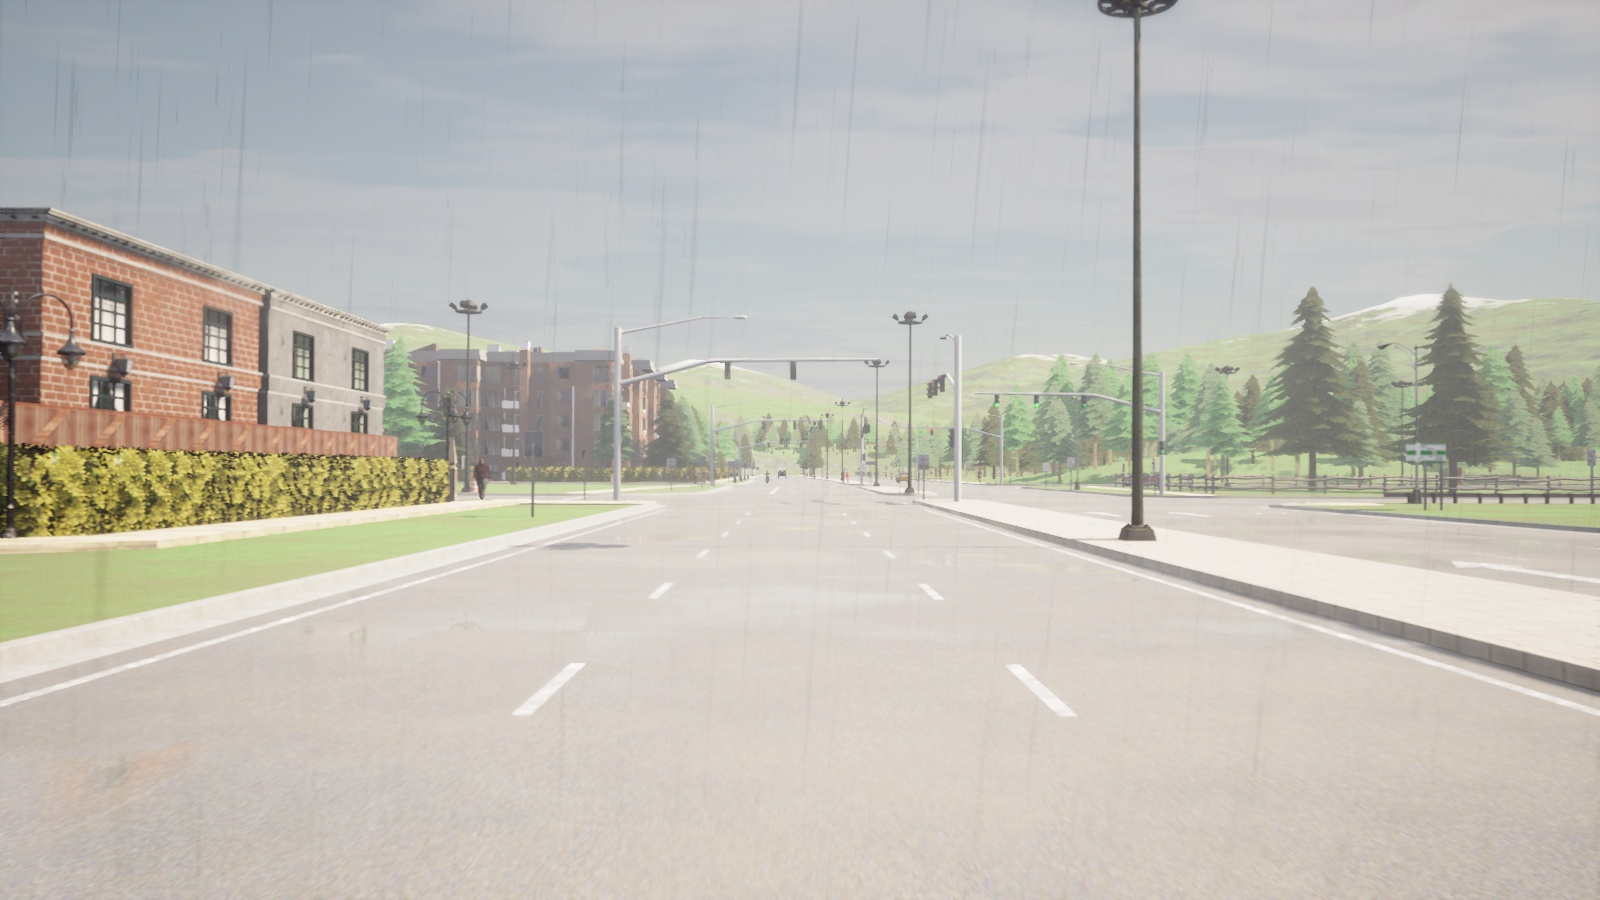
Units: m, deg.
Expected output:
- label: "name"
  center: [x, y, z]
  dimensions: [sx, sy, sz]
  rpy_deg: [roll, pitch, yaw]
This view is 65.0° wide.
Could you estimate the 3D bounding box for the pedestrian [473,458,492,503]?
- label: "pedestrian"
  center: [-12.989, 1.251, 51.398]
  dimensions: [0.634, 1.844, 0.899]
  rpy_deg: [0, -1, -7]
